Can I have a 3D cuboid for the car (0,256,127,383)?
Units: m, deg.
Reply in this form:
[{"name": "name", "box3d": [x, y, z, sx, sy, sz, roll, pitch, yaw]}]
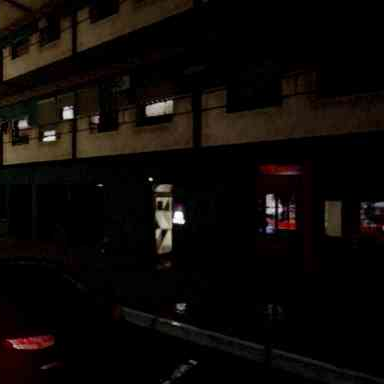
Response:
[{"name": "car", "box3d": [-2.764, 1.628, 4.838, 4.206, 1.307, 1.802, -1, 0, 36]}]
